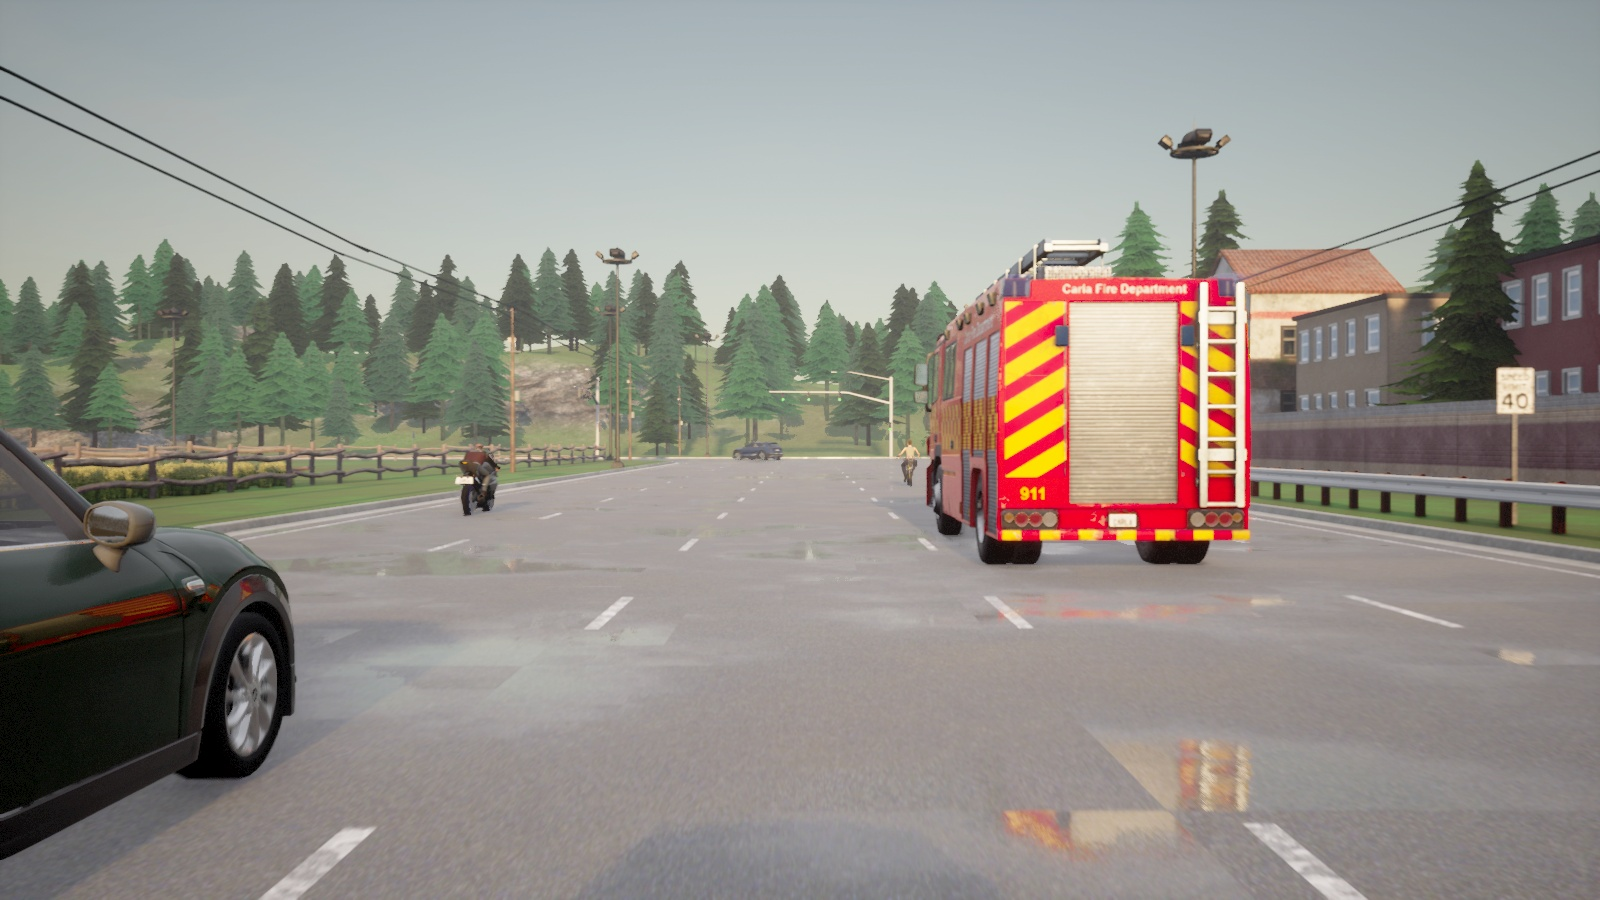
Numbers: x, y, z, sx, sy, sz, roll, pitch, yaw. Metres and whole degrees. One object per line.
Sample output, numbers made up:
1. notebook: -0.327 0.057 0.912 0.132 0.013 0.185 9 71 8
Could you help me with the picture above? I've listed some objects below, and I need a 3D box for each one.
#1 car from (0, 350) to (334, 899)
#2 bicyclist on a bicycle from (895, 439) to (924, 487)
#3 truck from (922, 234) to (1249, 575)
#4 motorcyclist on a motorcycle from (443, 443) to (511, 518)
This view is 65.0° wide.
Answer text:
1. car: -3.460 0.578 4.198 2.097 1.767 4.553 0 0 0
2. bicyclist on a bicycle: 3.757 0.443 43.105 0.866 1.612 1.509 0 0 1
3. truck: 3.621 -0.520 18.341 2.891 3.827 8.468 0 0 0
4. motorcyclist on a motorcycle: -6.833 0.625 26.702 0.866 1.530 2.191 0 0 0
